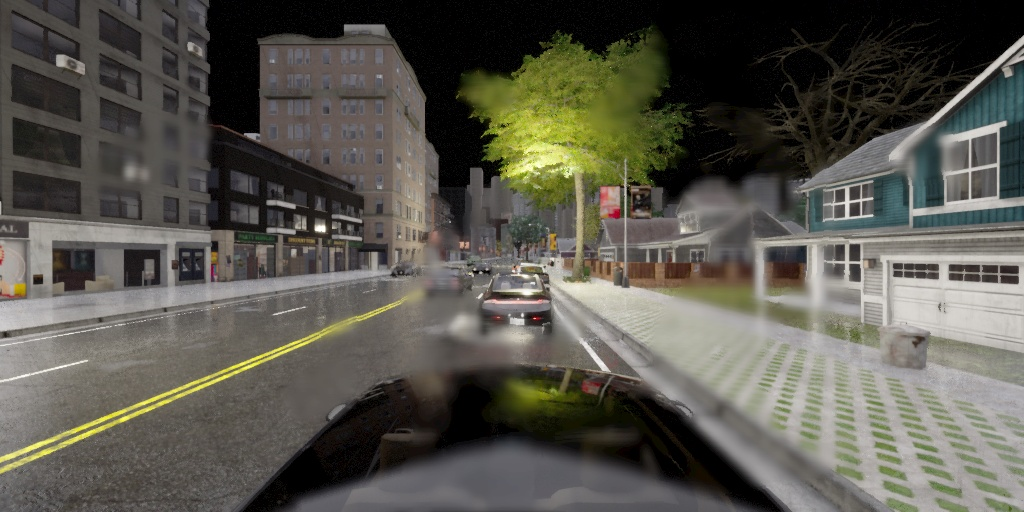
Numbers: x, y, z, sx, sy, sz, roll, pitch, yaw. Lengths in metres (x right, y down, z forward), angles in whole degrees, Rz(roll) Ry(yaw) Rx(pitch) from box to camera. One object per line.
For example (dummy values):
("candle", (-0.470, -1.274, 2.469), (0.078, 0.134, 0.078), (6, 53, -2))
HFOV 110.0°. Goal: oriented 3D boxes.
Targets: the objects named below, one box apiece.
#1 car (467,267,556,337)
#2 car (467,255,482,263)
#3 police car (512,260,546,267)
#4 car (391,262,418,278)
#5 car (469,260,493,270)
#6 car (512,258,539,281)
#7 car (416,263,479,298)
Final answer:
("car", (0.130, 1.239, 10.333), (2.128, 1.511, 4.902), (0, 0, 0))
("car", (-6.343, 0.925, 60.916), (2.150, 2.045, 5.566), (0, 0, 1))
("police car", (1.044, 1.165, 20.583), (1.930, 1.638, 5.238), (0, 0, 0))
("car", (-9.734, 1.291, 33.418), (1.994, 1.385, 4.181), (0, 0, 0))
("car", (-3.018, 1.324, 37.435), (1.895, 1.301, 4.718), (0, 0, 0))
("car", (1.080, 1.082, 30.443), (2.097, 1.767, 4.553), (0, 0, 0))
("car", (-3.093, 1.289, 18.444), (2.033, 1.411, 5.357), (0, 0, 0))
